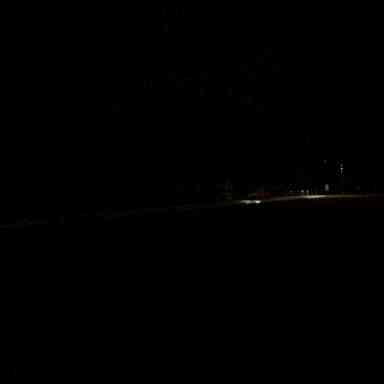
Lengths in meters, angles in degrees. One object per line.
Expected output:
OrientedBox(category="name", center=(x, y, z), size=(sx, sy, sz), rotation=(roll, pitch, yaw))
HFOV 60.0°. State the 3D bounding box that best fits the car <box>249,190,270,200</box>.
OrientedBox(category="car", center=(10.655, 0.502, 52.414), size=(1.882, 1.535, 5.008), rotation=(-1, 0, 36))
